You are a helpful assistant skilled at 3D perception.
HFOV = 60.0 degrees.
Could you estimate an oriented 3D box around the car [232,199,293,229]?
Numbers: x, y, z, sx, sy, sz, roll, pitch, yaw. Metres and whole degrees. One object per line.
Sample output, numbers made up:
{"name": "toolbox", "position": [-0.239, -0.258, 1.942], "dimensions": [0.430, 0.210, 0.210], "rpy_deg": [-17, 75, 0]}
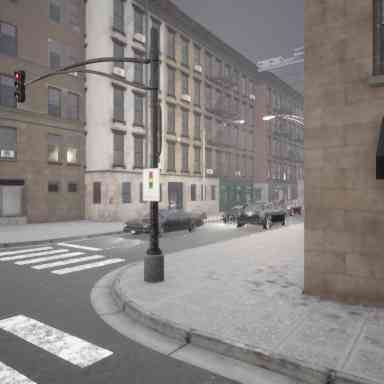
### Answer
{"name": "car", "position": [4.905, 1.469, 22.731], "dimensions": [2.097, 1.767, 4.553], "rpy_deg": [0, 0, 36]}

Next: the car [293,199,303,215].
{"name": "car", "position": [9.966, 1.538, 34.810], "dimensions": [2.097, 1.767, 4.553], "rpy_deg": [0, 0, 35]}

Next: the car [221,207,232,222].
{"name": "car", "position": [4.044, 1.696, 26.529], "dimensions": [1.994, 1.385, 4.181], "rpy_deg": [0, 0, 36]}

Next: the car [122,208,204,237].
{"name": "car", "position": [-1.415, 1.630, 18.891], "dimensions": [2.033, 1.411, 5.357], "rpy_deg": [0, 0, 35]}
